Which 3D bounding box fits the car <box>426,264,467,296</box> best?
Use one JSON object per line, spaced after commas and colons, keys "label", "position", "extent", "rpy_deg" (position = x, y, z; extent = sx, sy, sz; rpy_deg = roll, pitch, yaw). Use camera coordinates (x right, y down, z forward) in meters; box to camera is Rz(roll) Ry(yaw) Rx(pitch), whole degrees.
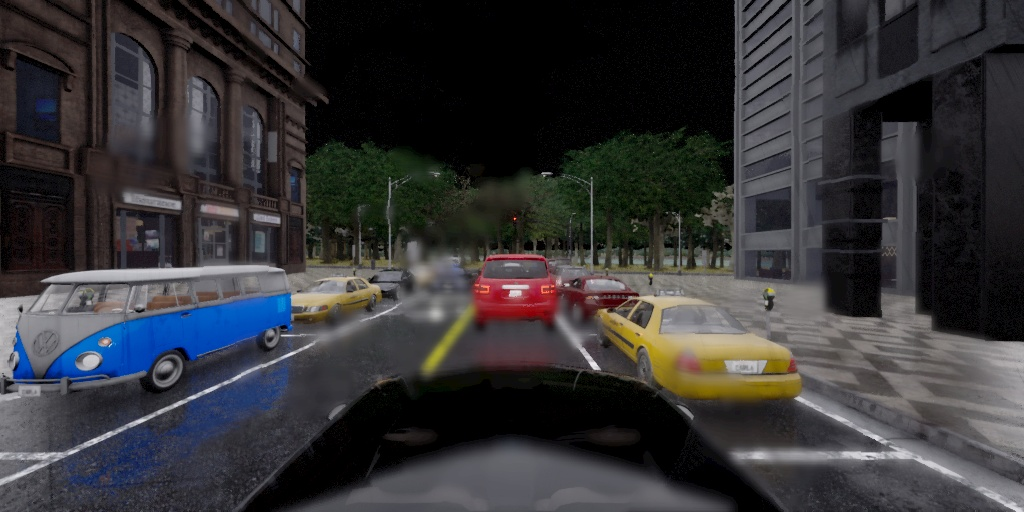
{"label": "car", "position": [-3.083, 1.315, 19.252], "extent": [1.994, 1.385, 4.181], "rpy_deg": [0, 0, 0]}

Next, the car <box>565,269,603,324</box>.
{"label": "car", "position": [2.763, 1.295, 11.819], "extent": [1.888, 1.381, 4.507], "rpy_deg": [0, 0, 0]}

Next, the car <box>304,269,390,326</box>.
{"label": "car", "position": [-5.762, 1.276, 11.651], "extent": [1.751, 1.417, 4.829], "rpy_deg": [0, 0, 0]}

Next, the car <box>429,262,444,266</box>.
{"label": "car", "position": [-5.761, 1.277, 22.525], "extent": [1.751, 1.417, 4.829], "rpy_deg": [0, 0, 0]}

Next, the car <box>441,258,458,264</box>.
{"label": "car", "position": [-5.760, 1.193, 28.133], "extent": [1.967, 1.591, 4.097], "rpy_deg": [0, 0, 0]}

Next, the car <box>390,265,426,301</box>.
{"label": "car", "position": [-5.762, 1.317, 17.258], "extent": [1.948, 1.339, 4.313], "rpy_deg": [0, 0, 0]}

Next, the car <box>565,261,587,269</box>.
{"label": "car", "position": [2.764, 1.191, 17.257], "extent": [1.967, 1.591, 4.097], "rpy_deg": [0, 0, 0]}

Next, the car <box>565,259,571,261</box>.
{"label": "car", "position": [2.764, 1.067, 22.694], "extent": [2.192, 1.841, 5.009], "rpy_deg": [0, 0, 0]}

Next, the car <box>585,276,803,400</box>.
{"label": "car", "position": [2.763, 1.275, 6.552], "extent": [1.751, 1.417, 4.829], "rpy_deg": [0, 0, 0]}

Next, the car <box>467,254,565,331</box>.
{"label": "car", "position": [0.104, 0.972, 11.077], "extent": [2.150, 2.045, 5.566], "rpy_deg": [0, 0, 0]}

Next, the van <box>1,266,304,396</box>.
{"label": "van", "position": [-5.763, 1.091, 6.383], "extent": [1.690, 1.789, 3.998], "rpy_deg": [0, 0, 0]}

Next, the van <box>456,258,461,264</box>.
{"label": "van", "position": [-5.760, 1.096, 33.570], "extent": [1.690, 1.789, 3.998], "rpy_deg": [0, 0, 0]}
